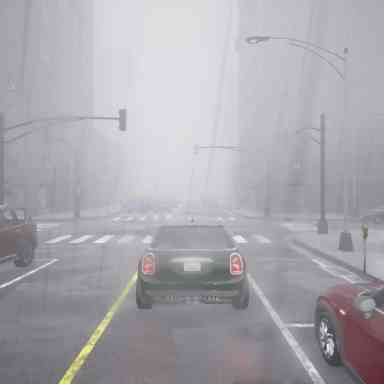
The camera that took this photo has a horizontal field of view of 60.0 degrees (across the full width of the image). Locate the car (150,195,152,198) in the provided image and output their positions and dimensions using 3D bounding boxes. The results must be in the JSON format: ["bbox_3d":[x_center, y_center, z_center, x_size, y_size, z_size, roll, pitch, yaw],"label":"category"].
[{"bbox_3d":[-5.828,1.310,41.142,2.192,1.841,5.009,0,0,0],"label":"car"}]

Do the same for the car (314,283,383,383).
[{"bbox_3d":[2.669,1.440,3.094,1.967,1.590,4.097,0,0,0],"label":"car"}]

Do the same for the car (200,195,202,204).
[{"bbox_3d":[2.707,1.544,52.349,2.008,1.369,4.403,0,0,0],"label":"car"}]

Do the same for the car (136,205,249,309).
[{"bbox_3d":[0.015,1.352,8.020,2.097,1.767,4.553,0,0,0],"label":"car"}]

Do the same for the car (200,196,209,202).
[{"bbox_3d":[2.723,1.570,74.727,1.802,1.307,4.206,0,0,0],"label":"car"}]

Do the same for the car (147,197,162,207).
[{"bbox_3d":[-5.820,1.538,52.334,1.887,1.381,4.507,0,0,0],"label":"car"}]

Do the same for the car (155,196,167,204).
[{"bbox_3d":[-5.811,1.516,63.355,1.752,1.417,4.829,0,0,0],"label":"car"}]

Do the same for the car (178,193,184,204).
[{"bbox_3d":[-3.015,1.469,61.666,1.882,1.535,5.008,0,0,0],"label":"car"}]

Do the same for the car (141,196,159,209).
[{"bbox_3d":[-5.824,1.434,46.738,1.967,1.590,4.097,0,0,0],"label":"car"}]

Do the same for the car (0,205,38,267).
[{"bbox_3d":[-5.853,1.315,8.598,2.192,1.841,5.009,0,0,0],"label":"car"}]

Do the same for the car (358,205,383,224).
[{"bbox_3d":[14.394,1.516,23.707,4.674,1.442,1.812,0,0,1],"label":"car"}]

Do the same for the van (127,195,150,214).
[{"bbox_3d":[-5.832,1.337,35.546,1.690,1.788,3.998,0,0,0],"label":"van"}]

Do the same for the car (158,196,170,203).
[{"bbox_3d":[-5.807,1.540,69.121,2.008,1.369,4.403,0,0,0],"label":"car"}]

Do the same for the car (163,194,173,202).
[{"bbox_3d":[-5.798,1.302,80.312,2.192,1.841,5.009,0,0,0],"label":"car"}]

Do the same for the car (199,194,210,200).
[{"bbox_3d":[2.711,1.558,57.944,1.947,1.339,4.313,0,0,0],"label":"car"}]

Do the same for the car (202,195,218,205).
[{"bbox_3d":[2.702,1.520,46.925,1.752,1.417,4.829,0,0,0],"label":"car"}]

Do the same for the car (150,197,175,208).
[{"bbox_3d":[-3.098,1.544,35.855,2.033,1.411,5.357,0,0,-4],"label":"car"}]

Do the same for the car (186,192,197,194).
[{"bbox_3d":[0.057,1.362,76.540,1.812,1.442,4.674,0,0,0],"label":"car"}]

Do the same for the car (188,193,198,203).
[{"bbox_3d":[0.104,1.516,66.573,1.812,1.442,4.674,0,0,0],"label":"car"}]

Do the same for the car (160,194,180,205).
[{"bbox_3d":[-3.065,1.472,46.594,1.882,1.535,5.008,0,0,0],"label":"car"}]

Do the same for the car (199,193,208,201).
[{"bbox_3d":[3.065,1.210,86.549,2.150,2.045,5.566,0,0,0],"label":"car"}]

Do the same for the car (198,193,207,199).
[{"bbox_3d":[2.715,1.306,63.538,2.192,1.841,5.009,0,0,0],"label":"car"}]
